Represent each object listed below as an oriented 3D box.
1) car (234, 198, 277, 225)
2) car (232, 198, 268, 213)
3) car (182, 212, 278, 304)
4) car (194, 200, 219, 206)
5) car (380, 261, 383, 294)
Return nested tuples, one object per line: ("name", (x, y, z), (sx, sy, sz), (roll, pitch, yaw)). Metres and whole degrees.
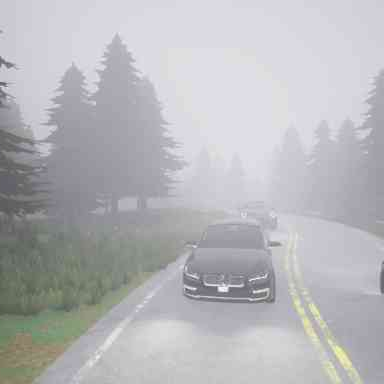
("car", (3.844, 1.271, 20.347), (2.097, 1.767, 4.553), (-1, 0, 5))
("car", (6.147, 1.412, 35.720), (1.837, 1.490, 4.892), (2, -1, -16))
("car", (1.078, 1.496, 8.390), (1.837, 1.490, 4.892), (-1, 0, 12))
("car", (1.849, 1.799, 44.838), (1.812, 1.442, 4.674), (3, -5, -35))
("car", (4.486, 1.309, 4.625), (2.097, 1.767, 4.553), (-1, 0, 8))
